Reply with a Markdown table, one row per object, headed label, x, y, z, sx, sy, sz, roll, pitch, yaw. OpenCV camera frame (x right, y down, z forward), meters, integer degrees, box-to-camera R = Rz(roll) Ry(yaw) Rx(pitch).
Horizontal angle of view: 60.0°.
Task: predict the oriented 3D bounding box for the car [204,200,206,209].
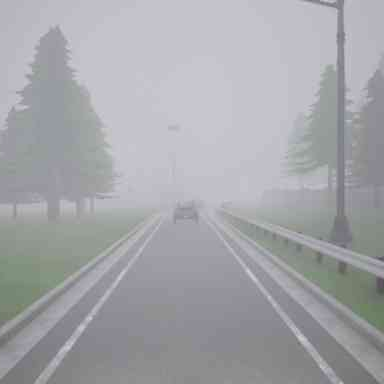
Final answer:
| label | x | y | z | sx | sy | sz | roll | pitch | yaw |
| --- | --- | --- | --- | --- | --- | --- | --- | --- | --- |
| car | 0.717 | 1.554 | 43.615 | 1.994 | 1.385 | 4.181 | 0 | 0 | 9 |

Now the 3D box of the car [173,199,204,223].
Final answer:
| label | x | y | z | sx | sy | sz | roll | pitch | yaw |
| --- | --- | --- | --- | --- | --- | --- | --- | --- | --- |
| car | -0.459 | 1.485 | 25.479 | 2.128 | 1.511 | 4.902 | 0 | 0 | -1 |
